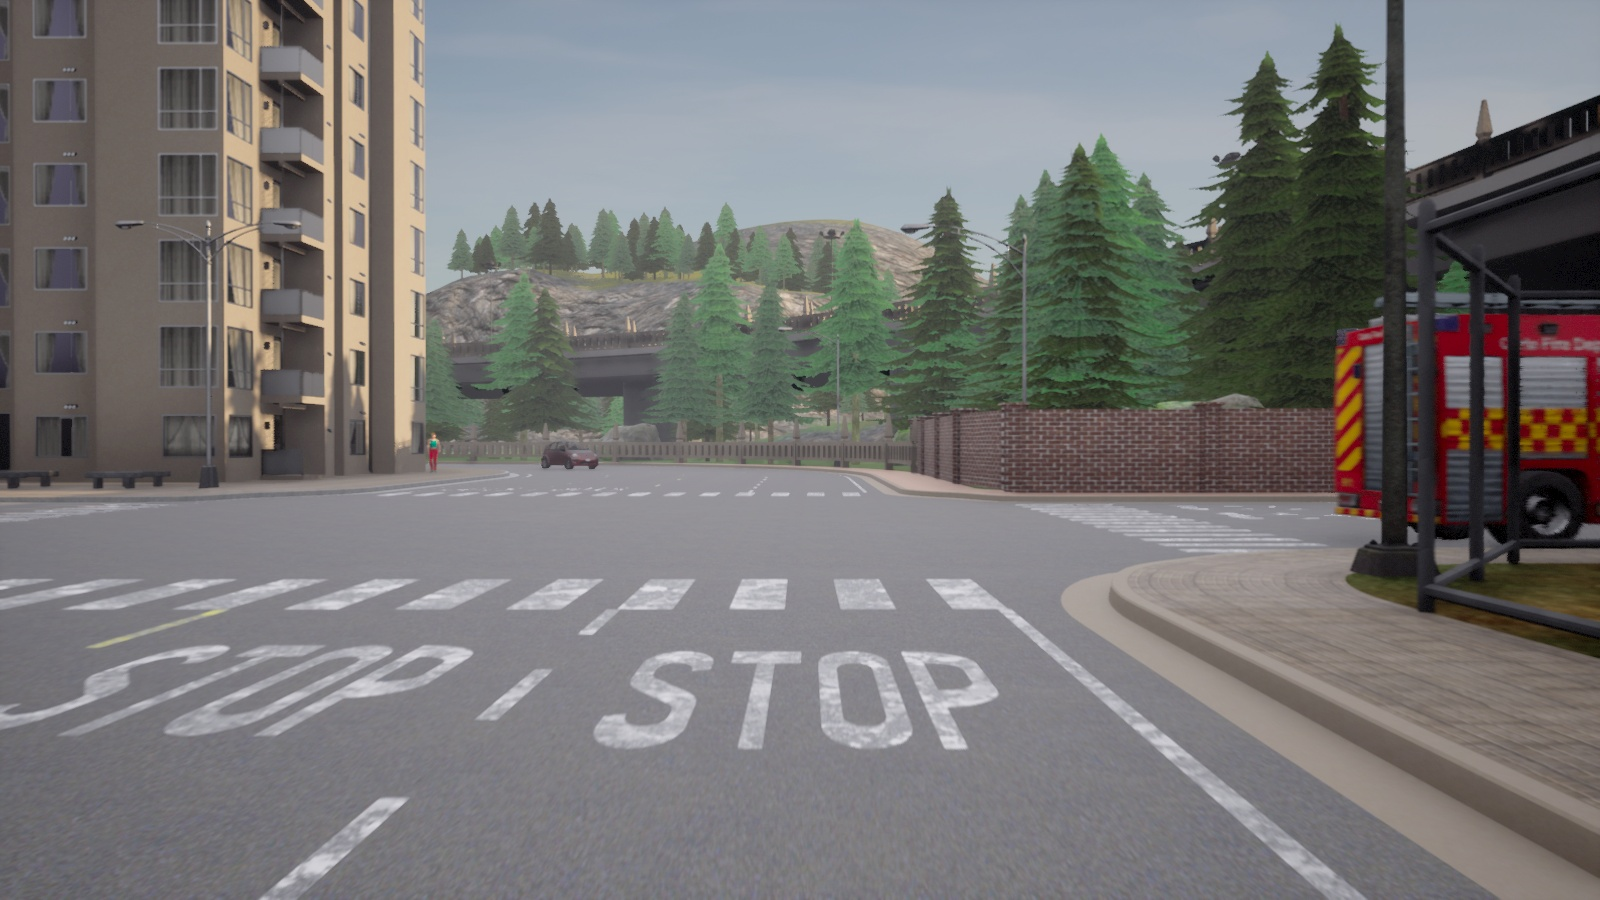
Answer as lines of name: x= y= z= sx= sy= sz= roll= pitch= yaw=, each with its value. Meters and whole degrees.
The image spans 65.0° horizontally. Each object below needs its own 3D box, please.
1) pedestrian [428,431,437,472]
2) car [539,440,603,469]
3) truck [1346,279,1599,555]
pedestrian: x=-16.377 y=0.072 z=55.999 sx=0.345 sy=1.836 sz=0.594 roll=0 pitch=0 yaw=-10
car: x=-13.002 y=0.233 z=71.132 sx=1.851 sy=1.617 sz=3.988 roll=0 pitch=0 yaw=-40
truck: x=13.193 y=-0.461 z=19.302 sx=8.468 sy=3.827 sz=2.891 roll=0 pitch=0 yaw=-6
